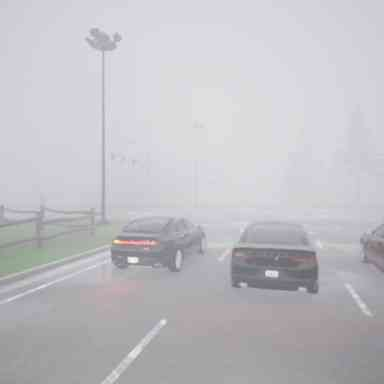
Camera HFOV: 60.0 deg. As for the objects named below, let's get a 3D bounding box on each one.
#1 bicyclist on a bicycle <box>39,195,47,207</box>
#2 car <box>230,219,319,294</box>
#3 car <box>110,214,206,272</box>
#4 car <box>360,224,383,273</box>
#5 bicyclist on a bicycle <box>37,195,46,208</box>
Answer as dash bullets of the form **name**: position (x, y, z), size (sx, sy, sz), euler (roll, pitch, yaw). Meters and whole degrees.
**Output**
- **bicyclist on a bicycle**: position (-20.172, 1.272, 45.528), size (0.582, 1.620, 1.656), euler (0, 0, -5)
- **car**: position (2.253, 1.468, 8.974), size (1.882, 1.535, 5.008), euler (0, 0, 16)
- **car**: position (-0.855, 1.495, 10.870), size (1.837, 1.490, 4.892), euler (0, 0, 16)
- **car**: position (5.795, 1.466, 8.648), size (1.882, 1.535, 5.008), euler (0, 0, 16)
- **bicyclist on a bicycle**: position (-20.616, 1.273, 45.487), size (0.582, 1.620, 1.656), euler (0, 0, -5)
